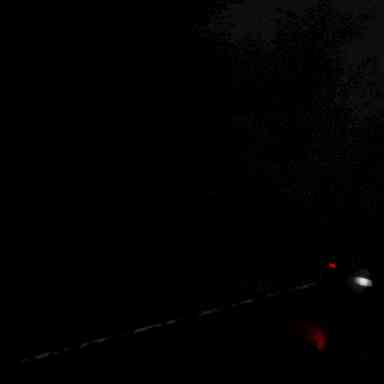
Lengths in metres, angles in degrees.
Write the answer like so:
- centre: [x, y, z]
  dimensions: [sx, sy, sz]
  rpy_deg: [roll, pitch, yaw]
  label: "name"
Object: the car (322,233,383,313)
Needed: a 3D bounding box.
- centre: [4.679, 1.568, 7.080]
  dimensions: [4.181, 1.385, 1.994]
  rpy_deg: [0, 0, -35]
  label: "car"
